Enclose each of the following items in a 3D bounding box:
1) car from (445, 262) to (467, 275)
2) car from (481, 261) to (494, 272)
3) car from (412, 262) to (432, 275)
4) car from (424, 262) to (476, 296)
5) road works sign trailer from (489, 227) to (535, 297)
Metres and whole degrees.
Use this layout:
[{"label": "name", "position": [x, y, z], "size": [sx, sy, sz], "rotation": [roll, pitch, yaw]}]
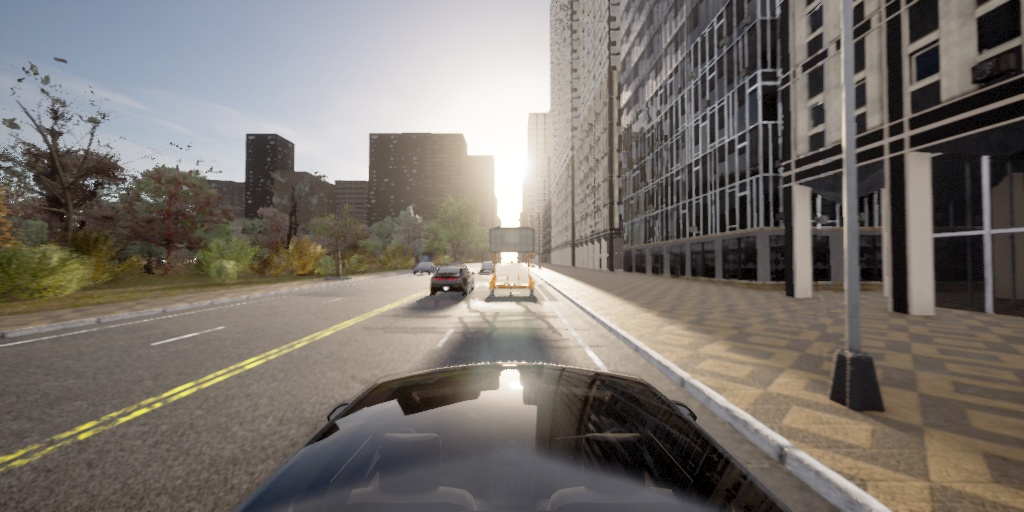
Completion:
[{"label": "car", "position": [-6.589, 1.433, 42.569], "size": [1.994, 1.385, 4.181], "rotation": [0, 0, 0]}, {"label": "car", "position": [-3.160, 1.427, 48.924], "size": [1.812, 1.442, 4.674], "rotation": [0, 0, 0]}, {"label": "car", "position": [-9.843, 1.386, 40.769], "size": [1.812, 1.442, 4.674], "rotation": [0, 0, 0]}, {"label": "car", "position": [-3.155, 1.282, 19.537], "size": [1.837, 1.490, 4.892], "rotation": [0, 0, 0]}, {"label": "road works sign trailer", "position": [0.000, 0.240, 19.019], "size": [2.380, 3.560, 2.880], "rotation": [0, 0, 0]}]
